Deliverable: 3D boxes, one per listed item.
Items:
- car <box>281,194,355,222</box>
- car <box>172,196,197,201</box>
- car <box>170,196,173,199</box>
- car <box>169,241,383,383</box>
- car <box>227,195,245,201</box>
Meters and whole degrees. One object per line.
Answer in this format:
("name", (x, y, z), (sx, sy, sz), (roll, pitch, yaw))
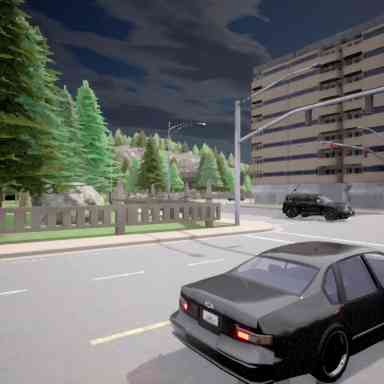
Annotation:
("car", (9.869, 1.171, 26.556), (2.150, 2.045, 5.566), (0, 0, -41))
("car", (-0.332, 1.492, 42.145), (2.033, 1.411, 5.357), (0, 0, -23))
("car", (-3.063, 1.436, 64.663), (2.128, 1.511, 4.902), (0, 0, 9))
("car", (2.273, 1.547, 5.410), (5.357, 1.411, 2.033), (0, 0, -35))
("car", (10.412, 1.484, 78.782), (2.033, 1.411, 5.357), (0, 0, 40))
